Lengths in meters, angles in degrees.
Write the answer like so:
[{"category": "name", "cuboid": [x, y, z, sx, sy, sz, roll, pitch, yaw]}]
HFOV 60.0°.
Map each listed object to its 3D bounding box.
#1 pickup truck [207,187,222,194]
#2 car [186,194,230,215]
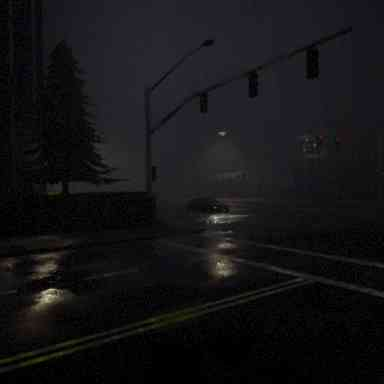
[{"category": "pickup truck", "cuboid": [4.468, 0.162, 64.597, 2.390, 2.098, 6.274, -1, 1, -5]}, {"category": "car", "cuboid": [1.246, 1.195, 28.797, 1.812, 1.442, 4.674, -2, 2, -36]}]
